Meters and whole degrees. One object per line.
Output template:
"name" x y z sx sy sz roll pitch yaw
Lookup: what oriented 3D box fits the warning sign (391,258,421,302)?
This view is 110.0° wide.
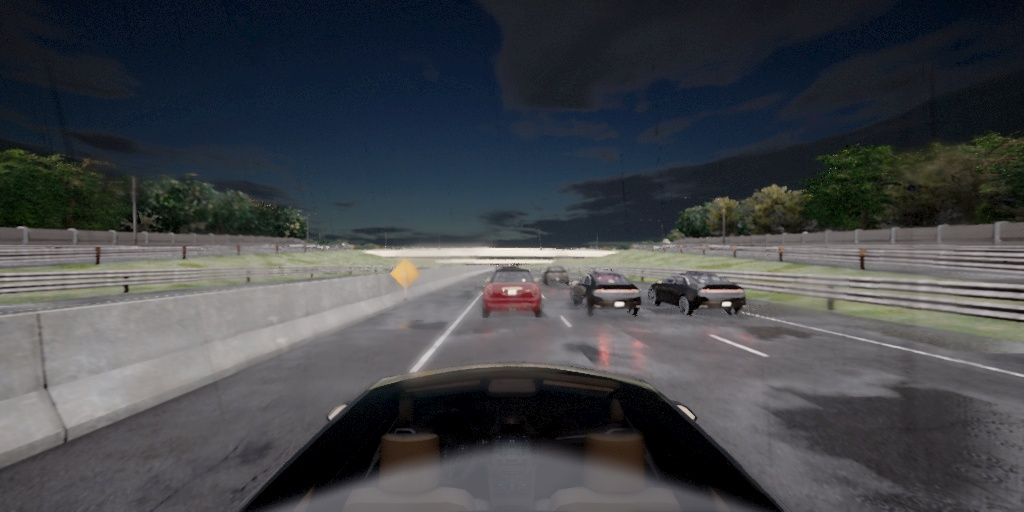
"warning sign" -4.571 1.032 15.423 1.300 1.860 1.060 0 0 0

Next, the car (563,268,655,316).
"car" 3.526 1.392 14.134 2.128 1.511 4.902 0 -1 0

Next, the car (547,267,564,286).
"car" 3.465 1.597 29.184 2.128 1.511 4.902 0 -1 0

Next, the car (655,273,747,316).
"car" 7.027 1.392 14.144 2.128 1.511 4.902 0 -1 0

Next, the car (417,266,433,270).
"car" -14.382 2.318 59.511 1.895 1.301 4.718 0 -1 0

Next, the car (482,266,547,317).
"car" 0.027 1.252 14.096 2.097 1.767 4.553 0 -1 0

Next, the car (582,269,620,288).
"car" 6.961 1.696 28.579 1.895 1.301 4.718 0 -1 0

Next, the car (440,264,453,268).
"car" -10.894 2.076 59.787 2.097 1.767 4.553 0 -1 0
